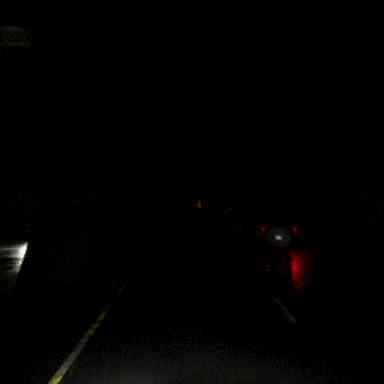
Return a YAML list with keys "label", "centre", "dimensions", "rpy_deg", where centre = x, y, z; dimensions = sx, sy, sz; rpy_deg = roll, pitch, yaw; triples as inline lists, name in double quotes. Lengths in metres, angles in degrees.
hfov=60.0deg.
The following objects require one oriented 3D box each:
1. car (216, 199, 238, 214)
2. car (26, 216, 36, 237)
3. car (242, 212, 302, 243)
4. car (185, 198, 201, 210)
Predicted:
- label: "car"
  centre: [3.644, 1.462, 34.713]
  dimensions: [1.882, 1.535, 5.008]
  rpy_deg: [0, 0, 0]
- label: "car"
  centre: [-7.077, 1.467, 18.006]
  dimensions: [1.882, 1.535, 5.008]
  rpy_deg: [0, 0, 0]
- label: "car"
  centre: [3.620, 1.594, 16.014]
  dimensions: [1.895, 1.301, 4.718]
  rpy_deg: [0, 0, 0]
- label: "car"
  centre: [0.156, 1.457, 42.552]
  dimensions: [1.882, 1.535, 5.008]
  rpy_deg: [0, 0, 0]
